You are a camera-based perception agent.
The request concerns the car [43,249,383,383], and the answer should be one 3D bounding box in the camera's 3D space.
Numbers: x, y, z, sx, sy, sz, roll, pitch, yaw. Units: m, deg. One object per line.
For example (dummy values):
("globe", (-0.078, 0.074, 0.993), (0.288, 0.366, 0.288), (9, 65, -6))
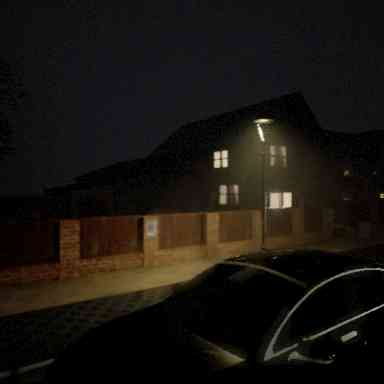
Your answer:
("car", (0.964, 1.499, 3.720), (4.892, 1.490, 1.837), (0, 0, -34))
